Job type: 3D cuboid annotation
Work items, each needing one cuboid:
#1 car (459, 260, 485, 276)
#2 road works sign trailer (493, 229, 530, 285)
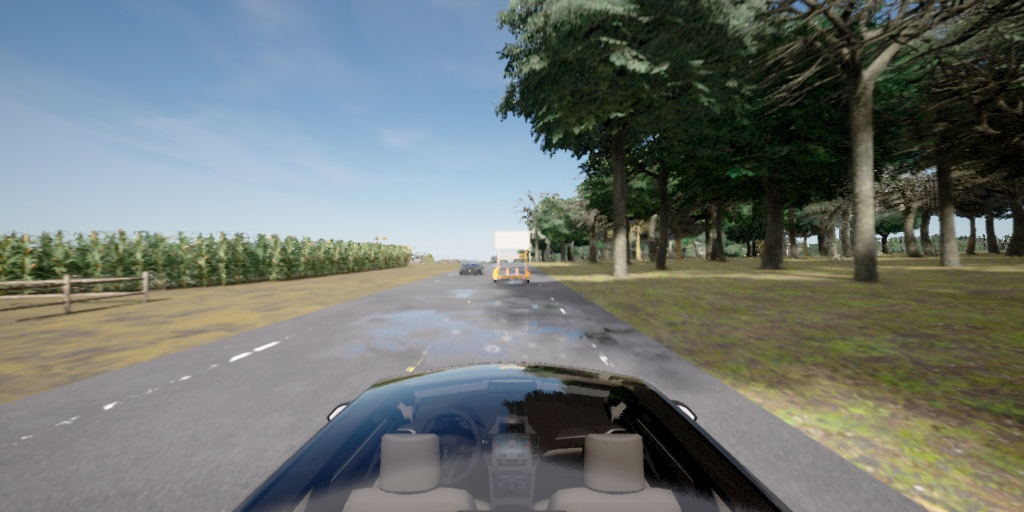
[{"bbox_3d":[-3.584,1.051,32.629,1.994,1.385,4.181,0,0,0],"label":"car"},{"bbox_3d":[0.001,0.013,23.632,2.380,3.560,2.880,0,0,1],"label":"road works sign trailer"}]
